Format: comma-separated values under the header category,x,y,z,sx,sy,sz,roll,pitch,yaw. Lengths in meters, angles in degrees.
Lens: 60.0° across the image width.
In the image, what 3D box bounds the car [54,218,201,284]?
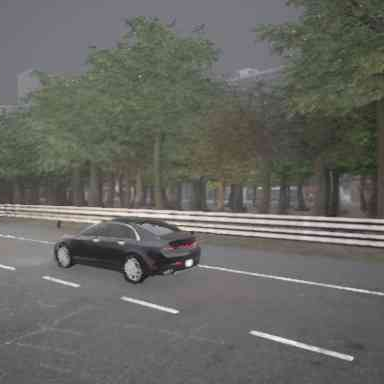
category,x,y,z,sx,sy,sz,roll,pitch,yaw
car,-2.042,1.512,9.631,4.892,1.490,1.837,0,0,36
